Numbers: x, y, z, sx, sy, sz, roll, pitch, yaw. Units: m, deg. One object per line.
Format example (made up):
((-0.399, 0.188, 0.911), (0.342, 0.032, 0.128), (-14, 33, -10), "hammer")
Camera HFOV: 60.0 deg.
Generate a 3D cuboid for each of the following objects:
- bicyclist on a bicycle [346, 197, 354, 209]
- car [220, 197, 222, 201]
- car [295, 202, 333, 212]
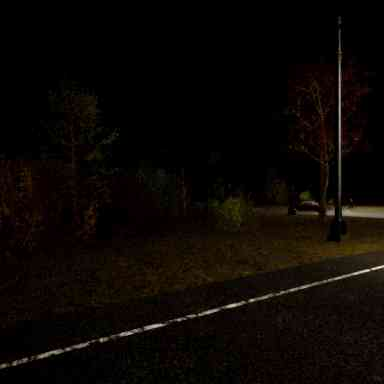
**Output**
((22.255, 1.579, 46.806), (1.656, 1.620, 0.582), (0, 0, -31), "bicyclist on a bicycle")
((6.629, 1.747, 58.278), (2.150, 2.045, 5.566), (-2, 0, -30), "car")
((15.682, 1.910, 42.996), (1.895, 1.301, 4.718), (-2, 0, -31), "car")
